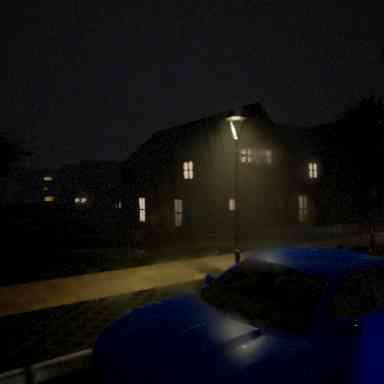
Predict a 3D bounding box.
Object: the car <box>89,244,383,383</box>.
[{"bbox_3d":[1.331,1.479,4.014,5.008,1.535,1.882,0,0,-35],"label":"car"}]
